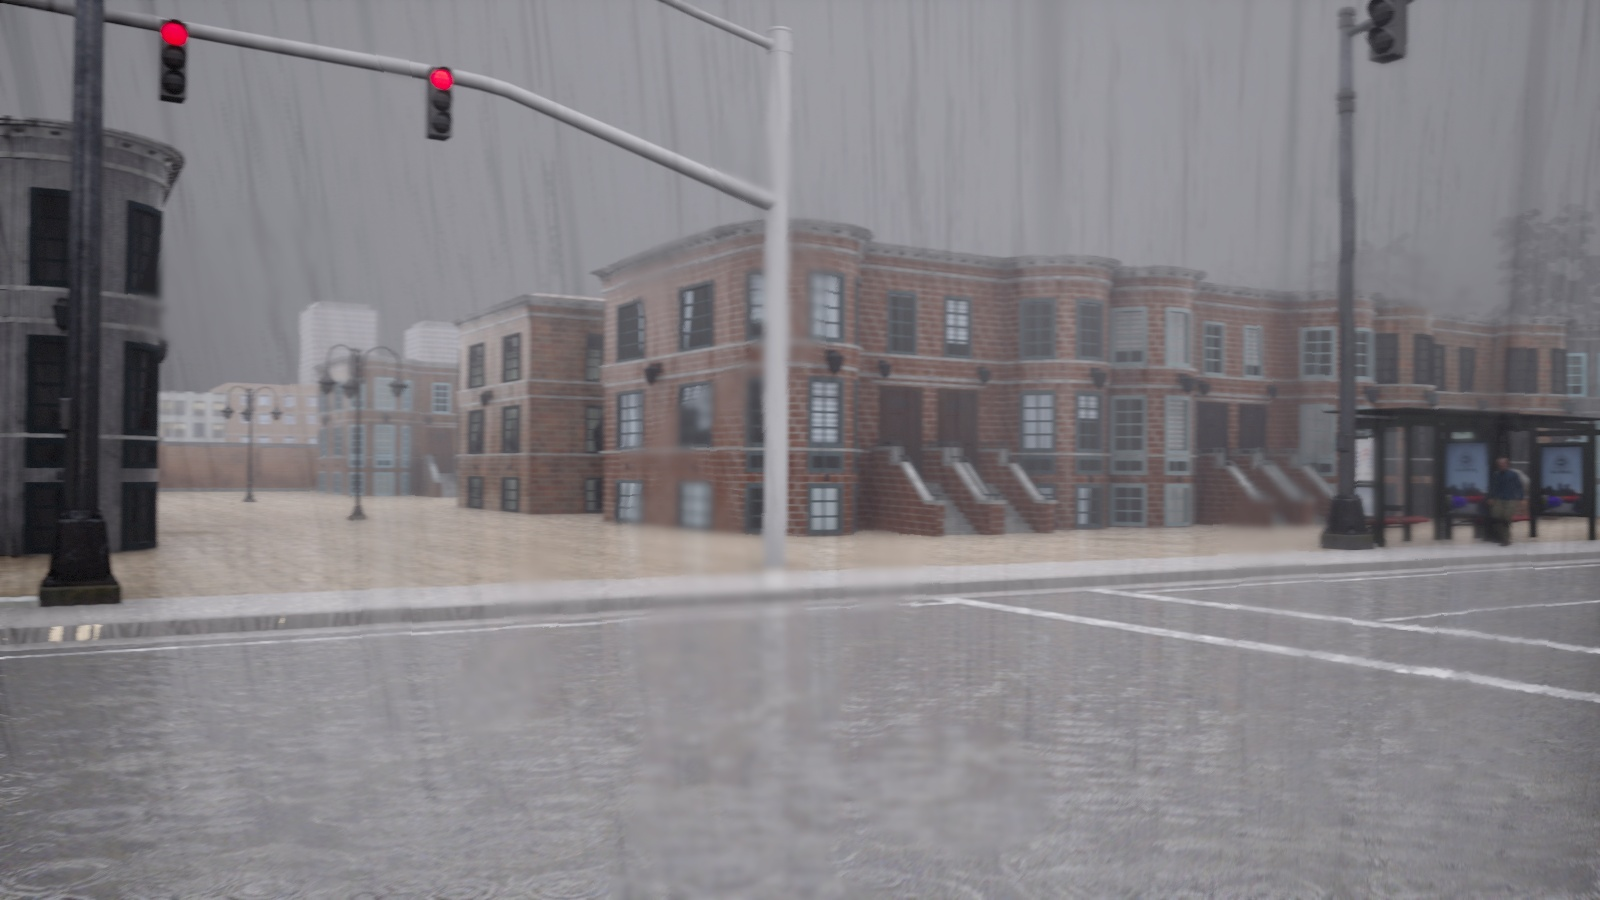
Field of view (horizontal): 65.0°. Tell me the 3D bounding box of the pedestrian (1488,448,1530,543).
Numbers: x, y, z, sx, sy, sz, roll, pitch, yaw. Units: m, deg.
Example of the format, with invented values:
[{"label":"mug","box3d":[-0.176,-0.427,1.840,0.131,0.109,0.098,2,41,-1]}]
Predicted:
[{"label":"pedestrian","box3d":[13.961,0.884,24.715,0.726,1.842,0.402,1,-1,-32]}]
